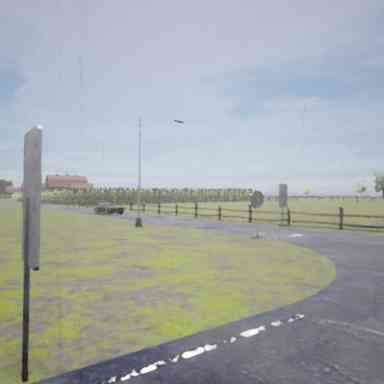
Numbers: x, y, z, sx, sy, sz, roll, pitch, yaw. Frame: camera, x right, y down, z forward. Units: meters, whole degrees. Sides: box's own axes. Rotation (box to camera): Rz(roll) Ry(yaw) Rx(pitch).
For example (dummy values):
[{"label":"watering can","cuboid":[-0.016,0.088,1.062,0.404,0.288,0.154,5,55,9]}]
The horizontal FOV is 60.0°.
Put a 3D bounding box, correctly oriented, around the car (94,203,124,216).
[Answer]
[{"label":"car","cuboid":[-9.205,1.879,36.847,1.895,1.301,4.718,1,-1,-36]}]
